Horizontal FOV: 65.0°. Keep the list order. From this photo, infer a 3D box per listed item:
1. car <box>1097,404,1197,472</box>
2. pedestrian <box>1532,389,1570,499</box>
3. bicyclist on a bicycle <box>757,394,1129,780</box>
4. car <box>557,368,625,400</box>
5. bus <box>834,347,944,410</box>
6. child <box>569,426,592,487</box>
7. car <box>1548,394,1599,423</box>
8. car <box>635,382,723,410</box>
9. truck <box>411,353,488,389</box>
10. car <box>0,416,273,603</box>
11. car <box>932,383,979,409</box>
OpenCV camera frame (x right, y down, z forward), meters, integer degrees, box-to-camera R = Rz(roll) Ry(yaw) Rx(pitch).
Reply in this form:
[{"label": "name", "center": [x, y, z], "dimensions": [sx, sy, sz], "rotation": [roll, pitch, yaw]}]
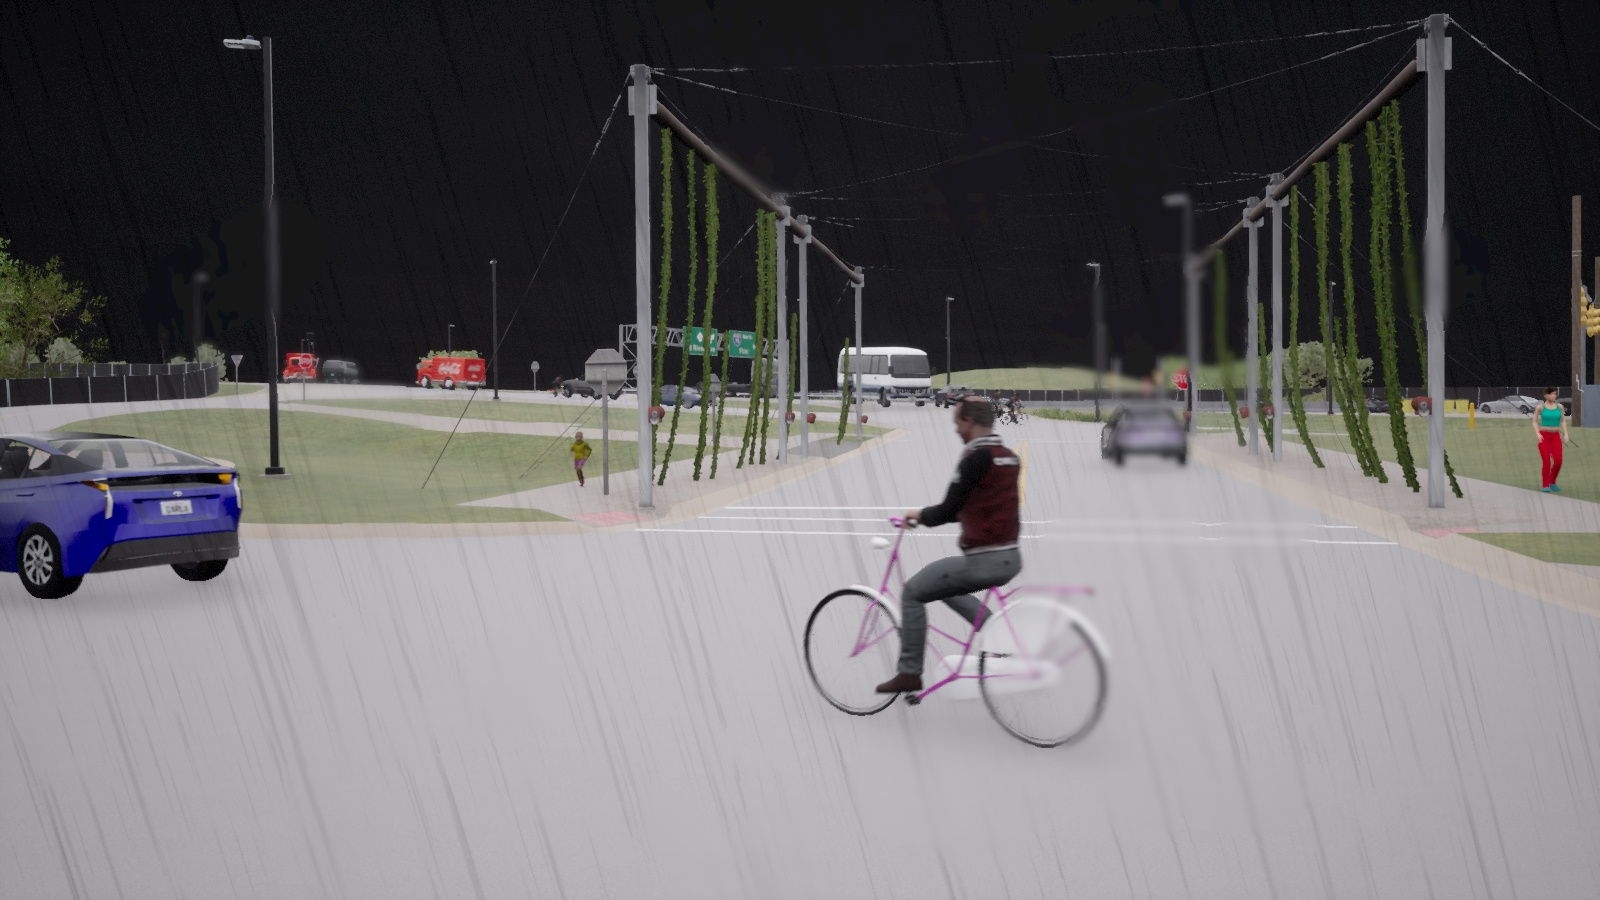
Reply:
[{"label": "car", "center": [9.366, -0.388, 34.230], "dimensions": [2.033, 1.649, 4.856], "rotation": [0, 3, 8]}, {"label": "pedestrian", "center": [12.733, -0.112, 21.302], "dimensions": [0.345, 1.836, 0.594], "rotation": [0, 1, 11]}, {"label": "bicyclist on a bicycle", "center": [0.702, 0.609, 6.581], "dimensions": [1.843, 1.776, 0.659], "rotation": [2, 2, 38]}, {"label": "car", "center": [-14.495, -4.577, 87.100], "dimensions": [4.605, 1.855, 1.932], "rotation": [7, 5, 36]}, {"label": "bus", "center": [6.243, -5.271, 91.018], "dimensions": [3.944, 4.253, 10.273], "rotation": [0, 4, -20]}, {"label": "child", "center": [-4.180, 0.118, 23.928], "dimensions": [0.299, 1.160, 0.473], "rotation": [0, 1, 9]}, {"label": "car", "center": [52.804, -2.753, 83.955], "dimensions": [4.605, 1.855, 1.932], "rotation": [2, 2, 36]}, {"label": "car", "center": [-7.524, -3.352, 77.631], "dimensions": [5.357, 1.411, 2.033], "rotation": [6, 4, 37]}, {"label": "truck", "center": [-26.545, -5.976, 95.035], "dimensions": [5.204, 2.467, 2.627], "rotation": [5, 4, 30]}, {"label": "car", "center": [-7.823, 0.471, 12.968], "dimensions": [4.514, 1.525, 2.007], "rotation": [3, 2, 29]}, {"label": "car", "center": [10.797, -3.759, 87.412], "dimensions": [2.242, 1.667, 4.611], "rotation": [0, 4, -6]}]
